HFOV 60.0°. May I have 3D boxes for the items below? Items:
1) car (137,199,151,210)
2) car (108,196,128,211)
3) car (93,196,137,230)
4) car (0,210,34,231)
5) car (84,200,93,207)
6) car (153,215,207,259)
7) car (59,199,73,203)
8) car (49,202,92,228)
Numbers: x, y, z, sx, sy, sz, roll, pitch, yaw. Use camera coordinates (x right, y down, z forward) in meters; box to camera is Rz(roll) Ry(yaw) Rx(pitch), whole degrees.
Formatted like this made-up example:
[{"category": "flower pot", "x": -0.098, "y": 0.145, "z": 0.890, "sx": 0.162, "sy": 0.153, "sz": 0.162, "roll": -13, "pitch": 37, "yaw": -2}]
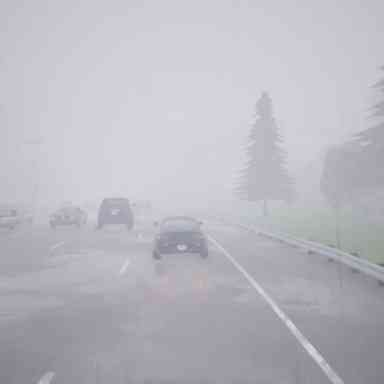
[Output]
[{"category": "car", "x": -7.036, "y": 1.766, "z": 47.241, "sx": 1.882, "sy": 1.535, "sz": 5.008, "roll": 0, "pitch": 0, "yaw": -17}, {"category": "car", "x": -10.379, "y": 1.528, "z": 46.356, "sx": 2.150, "sy": 2.045, "sz": 5.566, "roll": 0, "pitch": 0, "yaw": -17}, {"category": "car", "x": -5.093, "y": 1.374, "z": 22.784, "sx": 2.150, "sy": 2.045, "sz": 5.566, "roll": 0, "pitch": 0, "yaw": -8}, {"category": "car", "x": -11.986, "y": 1.794, "z": 21.792, "sx": 1.895, "sy": 1.301, "sz": 4.718, "roll": 0, "pitch": 0, "yaw": -9}, {"category": "car", "x": -16.763, "y": 1.990, "z": 54.127, "sx": 1.895, "sy": 1.301, "sz": 4.718, "roll": 0, "pitch": 0, "yaw": -21}, {"category": "car", "x": -0.508, "y": 1.595, "z": 12.864, "sx": 1.812, "sy": 1.442, "sz": 4.674, "roll": 0, "pitch": 0, "yaw": -5}, {"category": "car", "x": -20.058, "y": 1.884, "z": 52.965, "sx": 1.882, "sy": 1.535, "sz": 5.008, "roll": 0, "pitch": 0, "yaw": -21}, {"category": "car", "x": -8.700, "y": 1.728, "z": 23.758, "sx": 2.033, "sy": 1.411, "sz": 5.357, "roll": 0, "pitch": 0, "yaw": -10}]
